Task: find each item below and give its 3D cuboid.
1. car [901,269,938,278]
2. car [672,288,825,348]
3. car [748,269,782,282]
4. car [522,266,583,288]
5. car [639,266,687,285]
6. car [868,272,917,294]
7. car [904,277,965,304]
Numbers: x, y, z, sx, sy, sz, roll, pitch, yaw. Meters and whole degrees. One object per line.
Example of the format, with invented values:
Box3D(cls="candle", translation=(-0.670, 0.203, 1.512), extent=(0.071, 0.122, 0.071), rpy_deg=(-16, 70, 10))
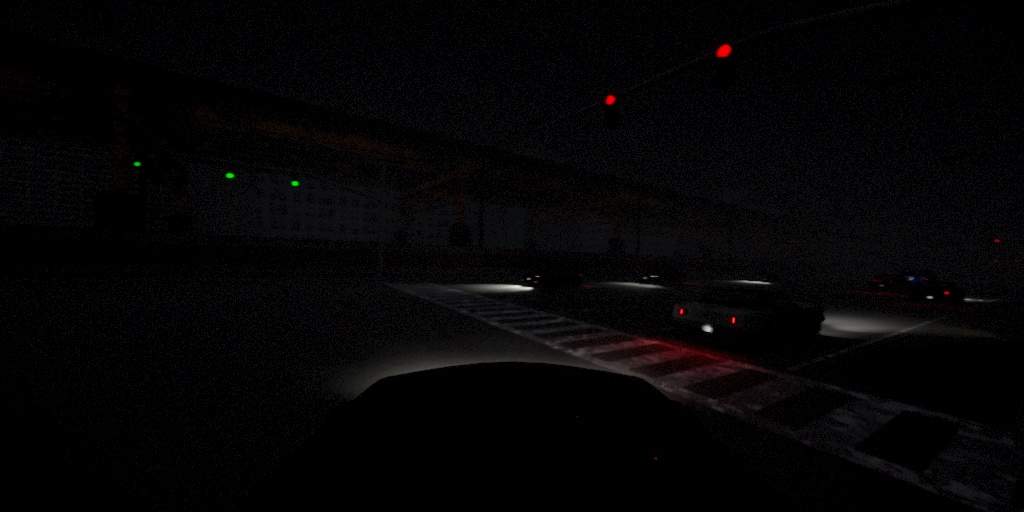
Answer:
Box3D(cls="car", translation=(40.383, 2.332, 35.702), extent=(5.566, 2.045, 2.150), rpy_deg=(2, 0, -33))
Box3D(cls="car", translation=(6.714, 1.568, 9.970), extent=(4.718, 1.301, 1.895), rpy_deg=(2, 0, -31))
Box3D(cls="car", translation=(28.847, 2.236, 40.783), extent=(4.181, 1.385, 1.994), rpy_deg=(2, 0, -32))
Box3D(cls="car", translation=(2.746, 1.339, 24.052), extent=(4.181, 1.385, 1.994), rpy_deg=(2, 0, -33))
Box3D(cls="car", translation=(12.926, 1.630, 30.611), extent=(4.892, 1.490, 1.837), rpy_deg=(2, 0, -33))
Box3D(cls="car", translation=(31.867, 2.295, 30.162), extent=(5.008, 1.535, 1.882), rpy_deg=(2, 0, -32))
Box3D(cls="car", translation=(27.271, 2.274, 22.976), extent=(4.718, 1.301, 1.895), rpy_deg=(2, 0, -33))
